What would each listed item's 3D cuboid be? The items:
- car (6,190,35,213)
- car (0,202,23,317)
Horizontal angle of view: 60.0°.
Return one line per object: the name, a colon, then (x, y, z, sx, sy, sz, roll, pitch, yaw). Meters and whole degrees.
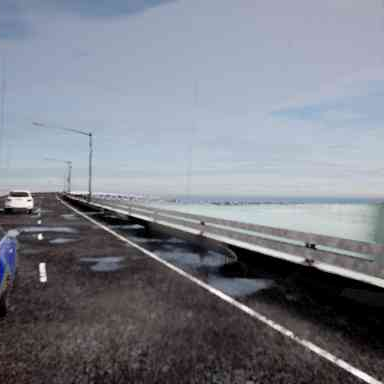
car: (-16.136, 0.864, 31.323, 2.150, 2.045, 5.566, 1, 0, -25)
car: (-4.839, 1.251, 6.884, 2.097, 1.767, 4.553, 1, 0, -25)
